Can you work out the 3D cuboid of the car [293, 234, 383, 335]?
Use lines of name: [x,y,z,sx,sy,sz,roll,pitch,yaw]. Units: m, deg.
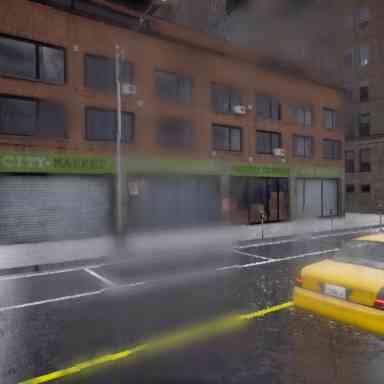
car: [4.212,1.454,6.438,5.366,1.575,1.801,0,0,-36]
